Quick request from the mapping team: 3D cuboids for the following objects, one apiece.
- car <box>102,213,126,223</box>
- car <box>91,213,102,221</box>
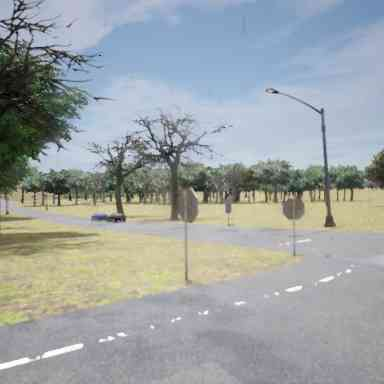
[{"bbox_3d":[-12.457,4.175,54.285,1.882,1.535,5.008,-1,-2,-34],"label":"car"},{"bbox_3d":[-16.946,4.501,60.794,1.882,1.535,5.008,-1,-1,-34],"label":"car"}]
